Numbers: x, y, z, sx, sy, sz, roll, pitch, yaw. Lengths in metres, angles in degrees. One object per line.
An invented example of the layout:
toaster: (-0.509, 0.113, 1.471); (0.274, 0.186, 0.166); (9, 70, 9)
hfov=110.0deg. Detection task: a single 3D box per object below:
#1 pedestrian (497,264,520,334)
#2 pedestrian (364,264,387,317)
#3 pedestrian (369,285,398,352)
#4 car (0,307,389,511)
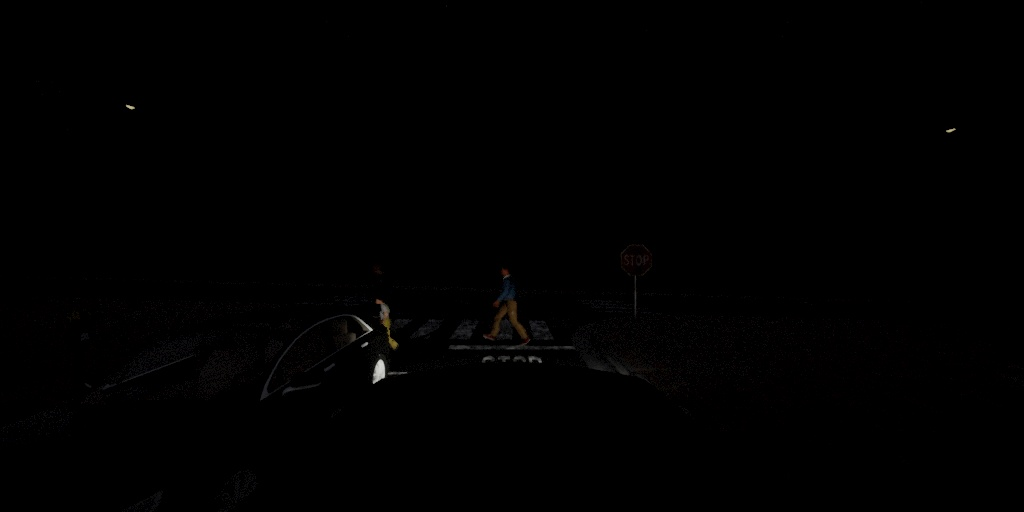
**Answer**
pedestrian: (-0.084, 1.045, 8.016); (0.375, 1.860, 0.375); (1, -1, 0)
pedestrian: (-3.223, 1.043, 8.614); (0.375, 1.860, 0.375); (1, -1, 0)
pedestrian: (-2.639, 1.324, 7.412); (0.375, 1.300, 0.375); (1, -1, 0)
car: (-2.638, 1.301, 3.673); (2.007, 1.370, 4.403); (0, 0, 0)
